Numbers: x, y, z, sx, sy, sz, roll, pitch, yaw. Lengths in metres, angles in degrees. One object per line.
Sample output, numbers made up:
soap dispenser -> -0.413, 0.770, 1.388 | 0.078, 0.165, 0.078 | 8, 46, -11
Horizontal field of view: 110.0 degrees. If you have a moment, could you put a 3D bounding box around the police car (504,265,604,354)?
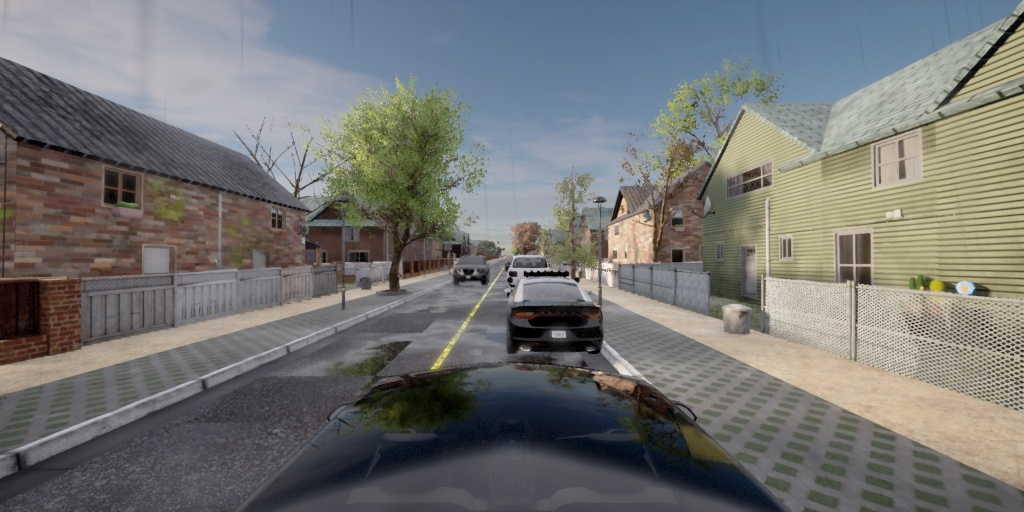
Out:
police car -> 0.829, 1.177, 8.909 | 1.930, 1.638, 5.238 | 0, 0, 0

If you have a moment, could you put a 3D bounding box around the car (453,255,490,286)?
car -> -2.738, 0.976, 25.307 | 2.150, 2.045, 5.566 | 0, 0, 0

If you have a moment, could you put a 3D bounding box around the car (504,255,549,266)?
car -> 0.834, 0.978, 18.832 | 2.150, 2.045, 5.566 | 0, 0, 0
